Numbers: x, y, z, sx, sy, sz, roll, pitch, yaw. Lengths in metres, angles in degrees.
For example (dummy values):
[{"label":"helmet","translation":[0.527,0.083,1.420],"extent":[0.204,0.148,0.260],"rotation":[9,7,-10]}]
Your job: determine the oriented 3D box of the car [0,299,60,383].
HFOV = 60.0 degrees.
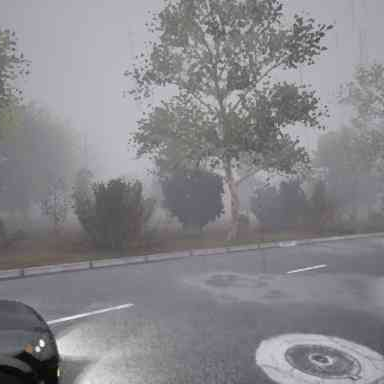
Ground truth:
[{"label":"car","translation":[-3.411,1.559,2.897],"extent":[4.181,1.385,1.994],"rotation":[2,-1,-38]}]
